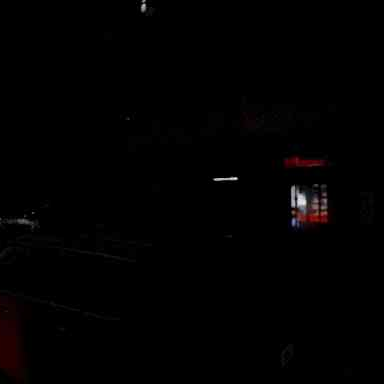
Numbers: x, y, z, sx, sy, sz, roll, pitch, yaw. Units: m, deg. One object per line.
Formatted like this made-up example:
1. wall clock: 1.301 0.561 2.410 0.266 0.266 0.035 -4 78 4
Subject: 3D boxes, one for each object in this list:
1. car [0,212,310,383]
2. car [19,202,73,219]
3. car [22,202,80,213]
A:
1. car: -1.219 1.324 3.930 5.009 1.841 2.192 0 -1 36
2. car: -13.517 1.683 31.029 1.994 1.385 4.181 -1 -1 37
3. car: -11.723 1.597 27.995 1.812 1.442 4.674 -1 -1 37
